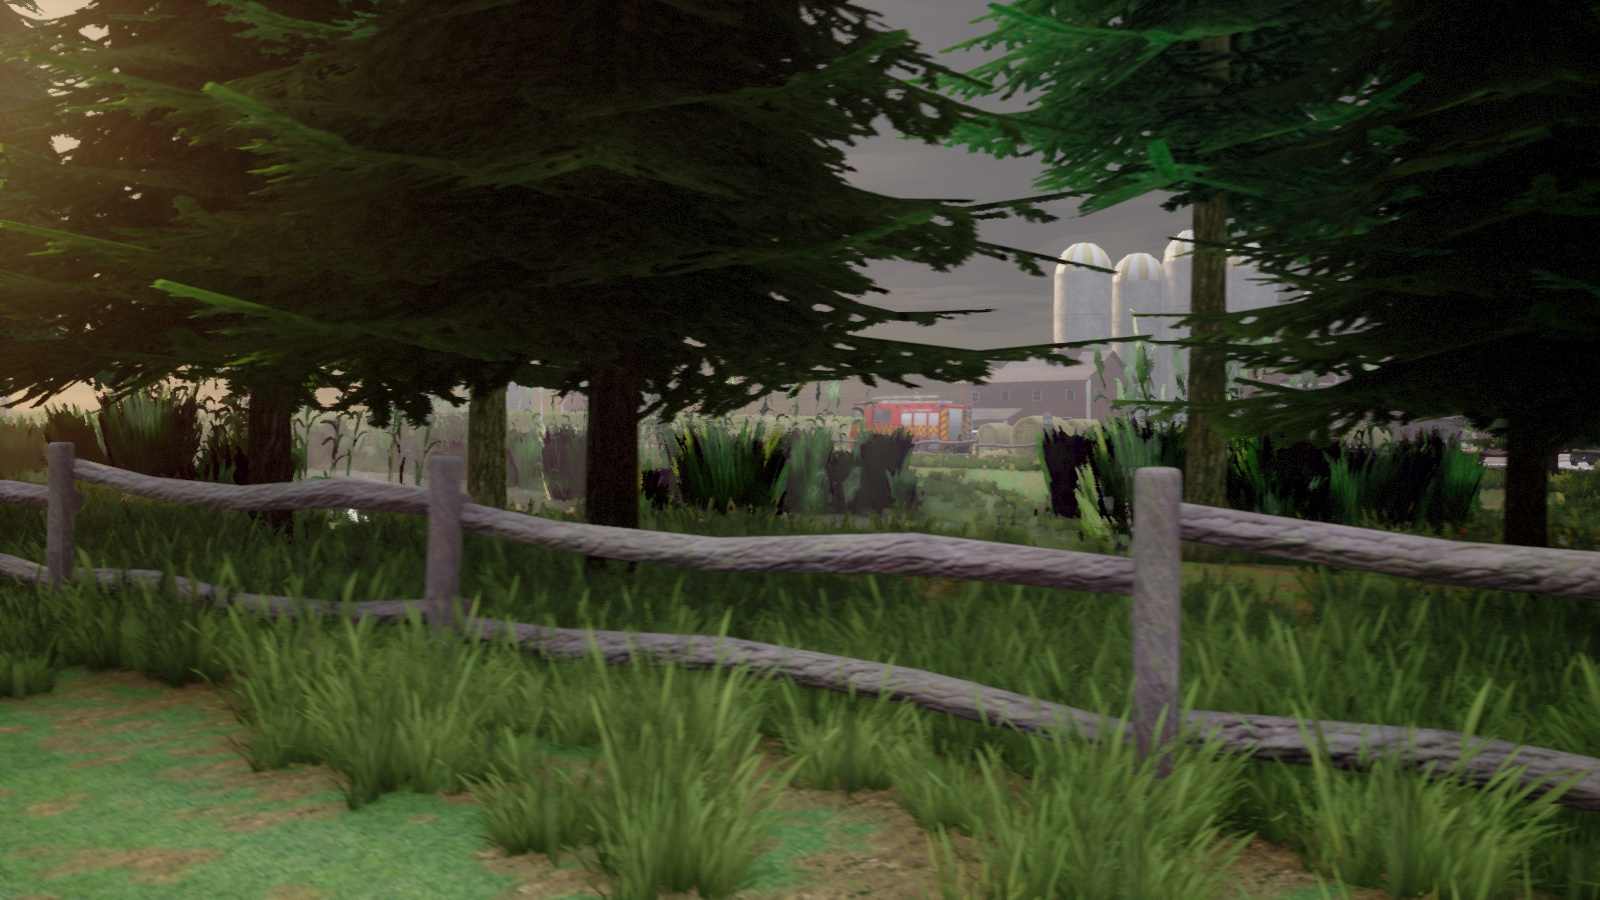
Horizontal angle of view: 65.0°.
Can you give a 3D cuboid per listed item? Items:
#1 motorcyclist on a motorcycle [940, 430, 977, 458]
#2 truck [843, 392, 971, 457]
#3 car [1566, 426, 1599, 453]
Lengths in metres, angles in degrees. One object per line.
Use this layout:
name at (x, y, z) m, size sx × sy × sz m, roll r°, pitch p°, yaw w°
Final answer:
motorcyclist on a motorcycle at (8.873, -0.328, 70.427) m, size 0.797 × 1.523 × 2.044 m, roll -1°, pitch 1°, yaw -39°
truck at (6.581, -1.565, 78.799) m, size 2.891 × 3.827 × 8.468 m, roll -1°, pitch 1°, yaw -39°
car at (46.533, -0.637, 73.265) m, size 4.892 × 1.490 × 1.837 m, roll -1°, pitch 1°, yaw -42°
